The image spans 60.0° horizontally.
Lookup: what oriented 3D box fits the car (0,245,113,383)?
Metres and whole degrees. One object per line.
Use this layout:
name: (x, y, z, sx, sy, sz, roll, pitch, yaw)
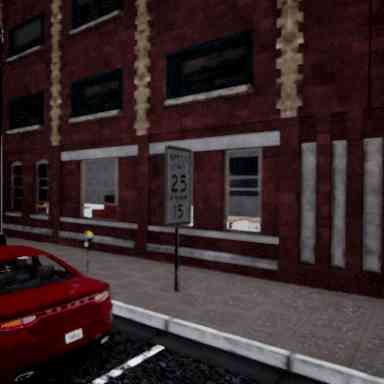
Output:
car: (-3.178, 1.509, 5.135, 4.507, 1.381, 1.887, 0, 1, 36)
